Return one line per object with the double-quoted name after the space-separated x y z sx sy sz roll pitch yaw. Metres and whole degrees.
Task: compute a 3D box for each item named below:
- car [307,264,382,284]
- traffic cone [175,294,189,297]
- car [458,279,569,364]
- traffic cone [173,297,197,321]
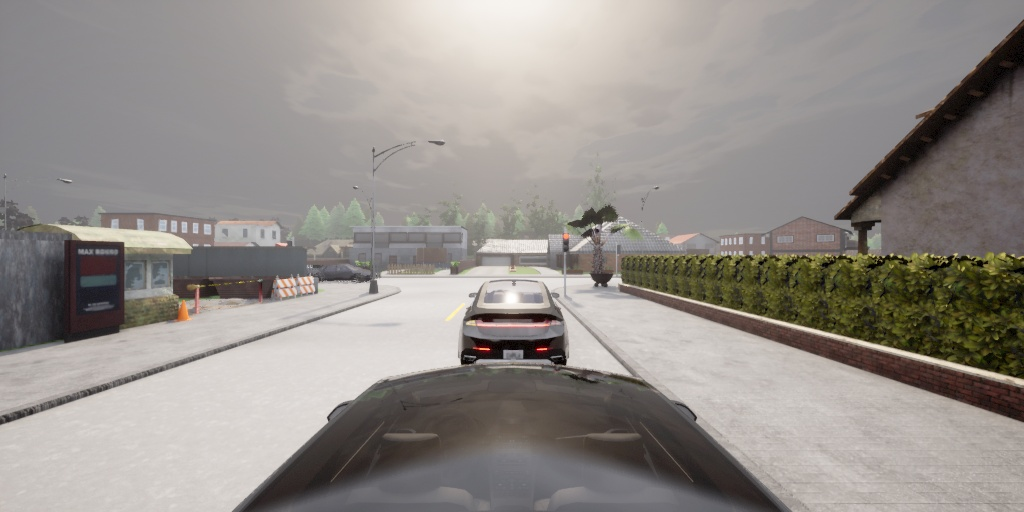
-12.638 1.297 26.768 5.357 1.411 2.033 0 0 0 "car"
-10.392 1.568 11.070 0.344 0.586 0.344 0 0 0 "traffic cone"
0.042 1.242 7.724 2.128 1.511 4.902 0 0 1 "car"
-9.672 1.598 10.550 0.344 0.586 0.344 0 0 0 "traffic cone"
